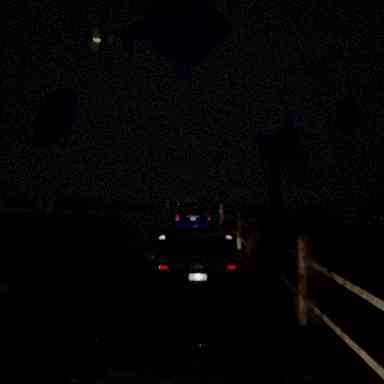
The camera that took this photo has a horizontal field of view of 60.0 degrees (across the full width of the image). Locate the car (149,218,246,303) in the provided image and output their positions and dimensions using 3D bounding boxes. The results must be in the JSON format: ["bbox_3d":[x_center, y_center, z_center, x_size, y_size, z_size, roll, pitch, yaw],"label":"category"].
[{"bbox_3d":[0.096,1.565,8.243,1.994,1.385,4.181,0,0,0],"label":"car"}]

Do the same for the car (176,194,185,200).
[{"bbox_3d":[-2.769,1.314,82.746,1.994,1.385,4.181,0,0,0],"label":"car"}]

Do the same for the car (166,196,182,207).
[{"bbox_3d":[-2.843,1.422,51.736,2.097,1.767,4.553,0,0,0],"label":"car"}]

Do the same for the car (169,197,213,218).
[{"bbox_3d":[-0.003,1.365,18.684,2.097,1.767,4.553,0,0,-2],"label":"car"}]

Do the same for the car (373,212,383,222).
[{"bbox_3d":[21.039,2.418,33.788,4.892,1.490,1.837,2,0,0],"label":"car"}]
